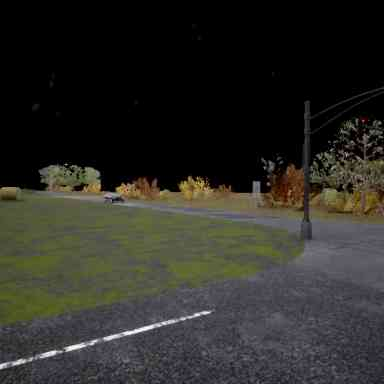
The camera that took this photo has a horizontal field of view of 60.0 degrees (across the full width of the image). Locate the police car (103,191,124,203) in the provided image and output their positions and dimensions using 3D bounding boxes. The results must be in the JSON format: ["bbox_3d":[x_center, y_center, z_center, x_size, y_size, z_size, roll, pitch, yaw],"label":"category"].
[{"bbox_3d":[-11.671,0.744,49.723,1.930,1.638,5.238,1,0,-32],"label":"police car"}]
